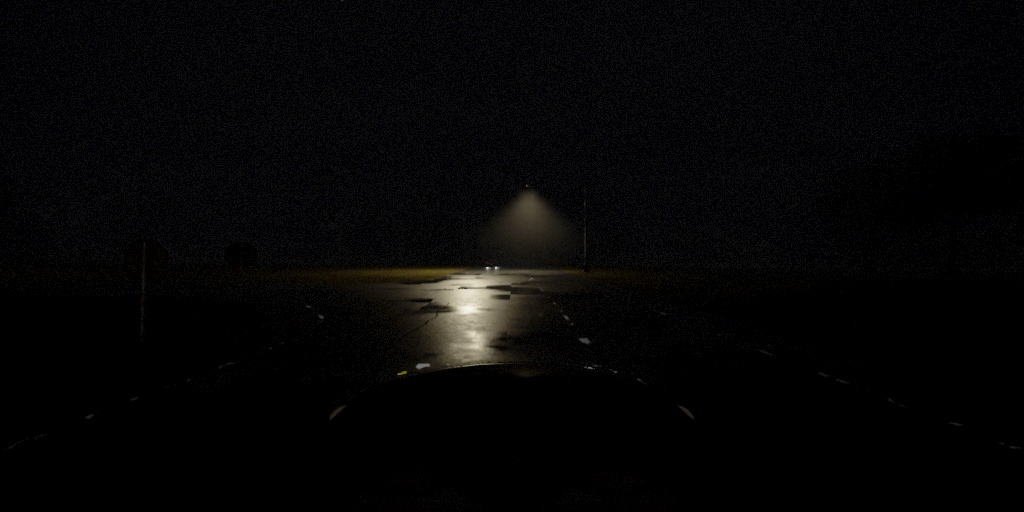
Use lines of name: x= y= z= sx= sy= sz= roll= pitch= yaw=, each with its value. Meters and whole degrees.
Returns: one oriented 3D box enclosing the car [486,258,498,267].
car: x=-3.530 y=1.195 z=63.599 sx=1.837 sy=1.490 sz=4.892 roll=0 pitch=0 yaw=0
